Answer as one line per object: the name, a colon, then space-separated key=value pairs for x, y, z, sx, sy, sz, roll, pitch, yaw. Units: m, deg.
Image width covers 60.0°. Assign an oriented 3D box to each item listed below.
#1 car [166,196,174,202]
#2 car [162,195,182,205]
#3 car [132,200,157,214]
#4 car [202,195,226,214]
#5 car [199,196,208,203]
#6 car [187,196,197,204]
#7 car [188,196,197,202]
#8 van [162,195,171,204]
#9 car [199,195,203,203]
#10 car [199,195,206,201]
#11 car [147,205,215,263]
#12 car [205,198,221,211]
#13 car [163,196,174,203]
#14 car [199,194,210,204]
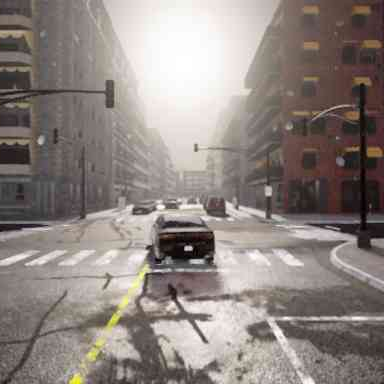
car: x=-5.292 y=1.734 z=80.447 sx=1.752 sy=1.417 sz=4.829 roll=1 pitch=0 yaw=0
car: x=-2.828 y=1.562 z=47.204 sx=1.837 sy=1.490 sz=4.892 roll=0 pitch=0 yaw=0
car: x=-5.295 y=1.607 z=36.122 sx=1.947 sy=1.339 sz=4.313 roll=1 pitch=0 yaw=0
car: x=2.590 y=1.356 z=36.168 sx=2.192 sy=1.841 sz=5.009 roll=1 pitch=0 yaw=0
car: x=2.588 y=1.615 z=75.090 sx=1.967 sy=1.590 sz=4.097 roll=1 pitch=0 yaw=0
car: x=0.009 y=1.727 z=66.197 sx=1.895 sy=1.301 sz=4.718 roll=0 pitch=0 yaw=0
car: x=0.010 y=1.566 z=76.177 sx=1.994 sy=1.385 sz=4.181 roll=0 pitch=0 yaw=0
van: x=-5.290 y=1.483 z=69.491 sx=1.690 sy=1.788 sz=3.998 roll=1 pitch=0 yaw=0
car: x=2.590 y=1.374 z=47.292 sx=2.192 sy=1.841 sz=5.009 roll=1 pitch=0 yaw=0
car: x=2.762 y=1.733 z=90.683 sx=1.801 sy=1.575 sz=5.366 roll=0 pitch=0 yaw=0
car: x=-0.520 y=1.471 z=12.177 sx=1.882 sy=1.535 sz=5.008 roll=0 pitch=1 yaw=-10
car: x=2.586 y=1.574 z=41.897 sx=1.752 sy=1.417 sz=4.829 roll=1 pitch=0 yaw=0
car: x=-5.293 y=1.726 z=75.055 sx=2.008 sy=1.369 sz=4.403 roll=1 pitch=0 yaw=0
car: x=2.590 y=1.457 z=69.526 sx=2.192 sy=1.841 sz=5.009 roll=1 pitch=0 yaw=0
